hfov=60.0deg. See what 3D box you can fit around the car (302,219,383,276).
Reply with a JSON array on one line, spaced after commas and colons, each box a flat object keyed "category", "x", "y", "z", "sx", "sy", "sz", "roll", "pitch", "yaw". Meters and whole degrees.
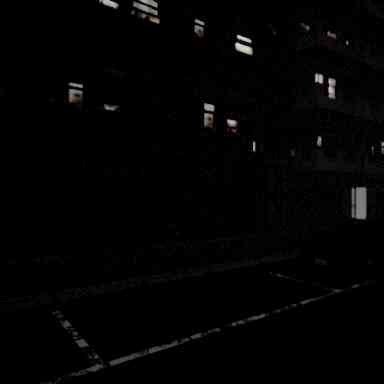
[{"category": "car", "x": 5.278, "y": 1.537, "z": 10.319, "sx": 4.313, "sy": 1.339, "sz": 1.947, "roll": 0, "pitch": 0, "yaw": -35}]
